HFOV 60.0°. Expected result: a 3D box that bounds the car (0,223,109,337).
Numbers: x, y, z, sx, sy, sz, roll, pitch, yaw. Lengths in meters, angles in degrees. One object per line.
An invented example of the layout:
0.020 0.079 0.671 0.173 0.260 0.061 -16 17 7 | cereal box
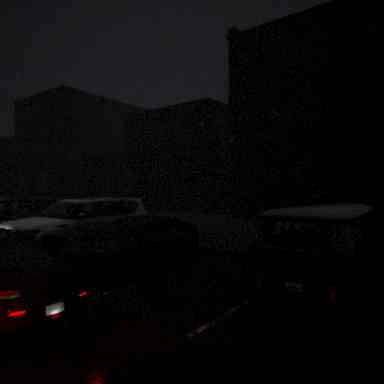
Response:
-3.850 1.514 6.171 4.674 1.442 1.812 0 0 36 | car

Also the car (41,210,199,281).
-1.675 1.496 10.165 2.163 1.488 4.792 0 0 36 | car

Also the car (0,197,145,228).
-3.909 1.207 11.780 2.435 2.045 5.566 0 0 36 | car

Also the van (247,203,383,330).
2.883 1.251 7.049 1.878 1.987 4.442 0 0 36 | van
